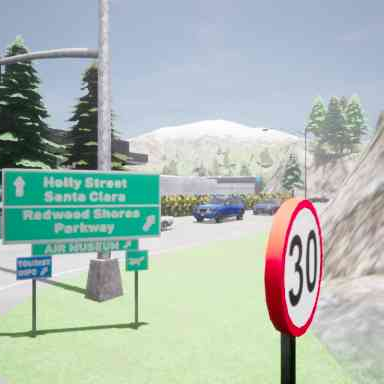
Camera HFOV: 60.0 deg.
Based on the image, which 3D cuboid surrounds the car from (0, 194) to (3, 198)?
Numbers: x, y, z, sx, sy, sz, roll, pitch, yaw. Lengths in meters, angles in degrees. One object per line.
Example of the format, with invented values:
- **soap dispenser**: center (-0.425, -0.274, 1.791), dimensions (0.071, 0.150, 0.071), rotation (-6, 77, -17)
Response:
- **car**: center (-38.725, 1.490, 69.883), dimensions (4.514, 1.523, 2.007), rotation (0, 0, 35)

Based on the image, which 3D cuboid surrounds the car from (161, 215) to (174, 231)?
- **car**: center (-3.253, 1.792, 20.021), dimensions (1.895, 1.301, 4.718), rotation (0, 0, 36)

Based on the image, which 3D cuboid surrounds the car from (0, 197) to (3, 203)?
- **car**: center (-12.410, 1.505, 26.008), dimensions (1.905, 1.878, 3.866), rotation (0, 0, 35)

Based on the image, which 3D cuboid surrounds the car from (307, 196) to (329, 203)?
- **car**: center (28.319, 1.717, 74.690), dimensions (2.128, 1.511, 4.902), rotation (0, 0, -42)

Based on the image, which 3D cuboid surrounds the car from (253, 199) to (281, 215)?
- **car**: center (8.345, 1.544, 36.034), dimensions (2.097, 1.767, 4.553), rotation (0, 0, 36)

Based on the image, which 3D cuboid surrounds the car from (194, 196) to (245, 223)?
- **car**: center (2.431, 1.413, 27.877), dimensions (2.150, 2.045, 5.566), rotation (0, 0, 36)
